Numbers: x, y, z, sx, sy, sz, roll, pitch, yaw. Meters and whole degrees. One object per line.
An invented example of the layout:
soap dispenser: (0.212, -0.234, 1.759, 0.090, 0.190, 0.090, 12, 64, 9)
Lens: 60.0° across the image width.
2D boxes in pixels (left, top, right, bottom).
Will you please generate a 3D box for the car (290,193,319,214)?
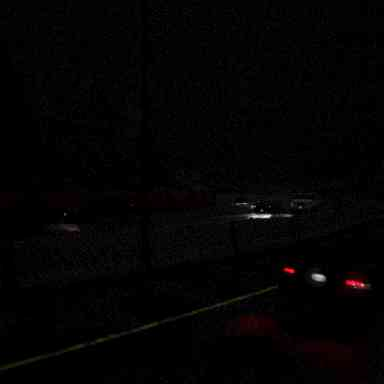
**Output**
car: (11.519, 1.102, 33.834, 2.150, 2.045, 5.566, 0, 0, 28)

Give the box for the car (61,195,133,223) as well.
car: (-7.196, 1.233, 25.835, 2.150, 2.045, 5.566, 0, 0, 44)

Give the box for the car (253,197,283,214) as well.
car: (7.897, 1.501, 34.437, 1.895, 1.301, 4.718, 0, 0, 29)

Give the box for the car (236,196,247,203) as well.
car: (9.487, 1.418, 63.765, 2.033, 1.411, 5.357, 0, 0, 4)

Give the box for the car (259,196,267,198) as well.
car: (11.323, 1.355, 52.863, 1.837, 1.490, 4.892, 0, 0, 13)

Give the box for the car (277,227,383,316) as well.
car: (4.065, 1.512, 7.392, 5.357, 1.411, 2.033, 0, 0, -41)

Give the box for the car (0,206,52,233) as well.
car: (-10.379, 1.548, 18.350, 4.892, 1.490, 1.837, 0, 0, -39)
